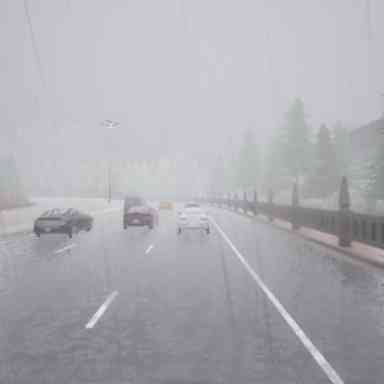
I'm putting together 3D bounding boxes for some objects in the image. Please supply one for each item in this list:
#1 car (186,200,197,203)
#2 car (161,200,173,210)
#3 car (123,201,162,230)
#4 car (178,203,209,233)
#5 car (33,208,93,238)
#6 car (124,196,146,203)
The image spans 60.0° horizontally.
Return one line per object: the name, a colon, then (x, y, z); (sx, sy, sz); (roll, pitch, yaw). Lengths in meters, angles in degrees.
car: (-0.095, 1.845, 44.063); (1.812, 1.442, 4.674); (0, 0, -3)
car: (-3.836, 1.828, 48.246); (1.882, 1.535, 5.008); (0, 0, -4)
car: (-3.407, 1.643, 22.753); (1.882, 1.535, 5.008); (0, 0, 0)
car: (0.094, 1.676, 20.652); (1.812, 1.442, 4.674); (0, 0, 0)
car: (-6.905, 1.626, 18.340); (2.128, 1.511, 4.902); (0, 0, 0)
car: (-6.961, 1.519, 40.815); (2.150, 2.045, 5.566); (0, 0, -1)
